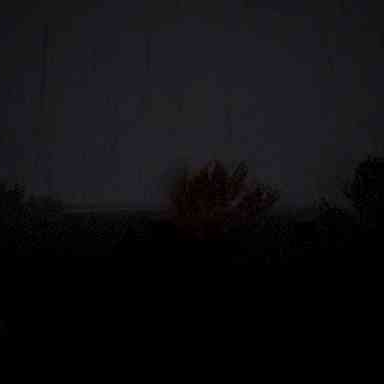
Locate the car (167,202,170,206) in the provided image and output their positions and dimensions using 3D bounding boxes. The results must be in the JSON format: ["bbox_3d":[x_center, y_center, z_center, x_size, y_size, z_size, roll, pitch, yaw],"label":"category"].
[{"bbox_3d":[-2.295,2.075,61.142,2.033,1.411,5.357,-1,-1,36],"label":"car"}]
